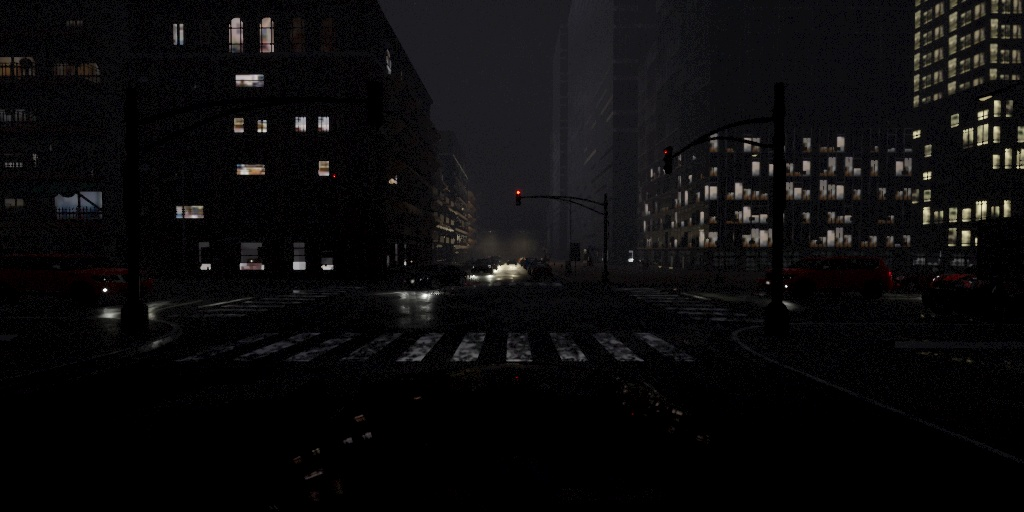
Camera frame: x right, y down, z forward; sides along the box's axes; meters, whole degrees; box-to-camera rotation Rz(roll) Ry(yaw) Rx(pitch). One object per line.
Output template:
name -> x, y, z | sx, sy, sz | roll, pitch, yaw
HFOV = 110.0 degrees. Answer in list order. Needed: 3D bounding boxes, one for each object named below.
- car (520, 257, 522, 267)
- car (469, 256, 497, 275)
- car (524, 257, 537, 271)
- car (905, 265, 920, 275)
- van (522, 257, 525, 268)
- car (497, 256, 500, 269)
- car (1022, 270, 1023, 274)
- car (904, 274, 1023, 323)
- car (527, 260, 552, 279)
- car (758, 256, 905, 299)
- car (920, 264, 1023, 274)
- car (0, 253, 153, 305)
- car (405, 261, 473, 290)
car -> 2.622, 1.240, 55.052 | 1.888, 1.381, 4.507 | 0, 0, 0
car -> -3.122, 1.069, 39.041 | 2.097, 1.767, 4.553 | 0, 0, 0
car -> 2.633, 1.159, 38.114 | 1.967, 1.591, 4.097 | 0, 0, 0
car -> 23.361, 1.230, 20.722 | 4.097, 1.591, 1.967 | 0, 0, 1
van -> 2.626, 1.045, 49.406 | 1.690, 1.789, 3.998 | 0, 0, 0
car -> -3.123, 1.056, 50.477 | 2.097, 1.767, 4.553 | 0, 0, 0
car -> 23.681, 1.448, 14.820 | 4.181, 1.385, 1.994 | 0, 1, 1
car -> 16.708, 1.445, 12.170 | 4.403, 1.370, 2.007 | 0, 0, 1
car -> 2.637, 1.272, 32.468 | 1.888, 1.381, 4.507 | 0, 0, 0
car -> 15.704, 1.020, 18.088 | 5.566, 2.045, 2.150 | 0, 1, 1
car -> 24.095, 1.189, 17.978 | 4.553, 1.767, 2.097 | 0, 1, 1
car -> -18.849, 0.911, 15.336 | 5.566, 2.045, 2.150 | 0, 1, 1
car -> -4.683, 1.244, 22.757 | 1.837, 1.490, 4.892 | 2, 0, 24
